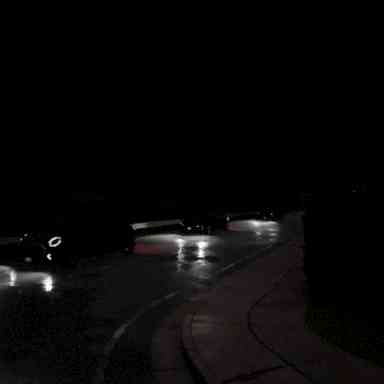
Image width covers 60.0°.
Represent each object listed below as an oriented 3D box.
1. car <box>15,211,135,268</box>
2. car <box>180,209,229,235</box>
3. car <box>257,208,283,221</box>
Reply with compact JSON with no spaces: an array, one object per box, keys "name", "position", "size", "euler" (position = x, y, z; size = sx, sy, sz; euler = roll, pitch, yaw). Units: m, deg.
[{"name":"car","position":[-4.189,1.607,12.588],"size":[2.097,1.767,4.553],"euler":[0,-1,28]},{"name":"car","position":[0.954,1.977,22.447],"size":[1.837,1.490,4.892],"euler":[0,0,28]},{"name":"car","position":[8.728,2.462,37.165],"size":[1.895,1.301,4.718],"euler":[0,-1,28]}]
